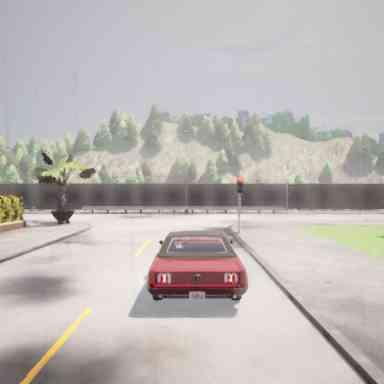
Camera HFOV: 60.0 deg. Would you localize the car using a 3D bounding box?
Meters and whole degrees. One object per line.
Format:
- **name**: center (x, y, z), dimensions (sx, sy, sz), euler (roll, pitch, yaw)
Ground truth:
- **car**: center (0.101, 1.598, 8.279), dimensions (1.895, 1.301, 4.718), euler (0, 0, 0)
